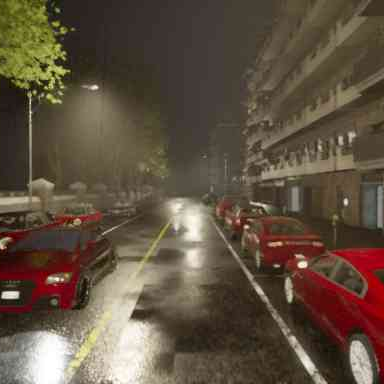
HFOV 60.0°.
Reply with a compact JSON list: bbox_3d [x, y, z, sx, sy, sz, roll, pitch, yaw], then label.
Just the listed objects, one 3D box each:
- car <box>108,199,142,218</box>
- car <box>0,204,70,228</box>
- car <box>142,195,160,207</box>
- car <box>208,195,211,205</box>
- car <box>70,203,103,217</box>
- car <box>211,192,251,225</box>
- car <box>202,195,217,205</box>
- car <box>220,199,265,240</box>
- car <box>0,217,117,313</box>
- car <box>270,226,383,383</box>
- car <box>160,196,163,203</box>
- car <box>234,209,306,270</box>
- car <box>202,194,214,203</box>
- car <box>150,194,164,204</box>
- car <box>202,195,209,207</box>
[{"bbox_3d":[-5.729,1.344,27.453,2.008,1.369,4.403,0,0,0],"label":"car"},{"bbox_3d":[-5.704,1.360,10.563,1.967,1.590,4.097,0,0,0],"label":"car"},{"bbox_3d":[-5.755,1.197,44.173,1.752,1.417,4.829,0,0,0],"label":"car"},{"bbox_3d":[2.651,1.229,27.466,1.967,1.590,4.097,0,0,0],"label":"car"},{"bbox_3d":[-5.712,1.318,16.191,1.967,1.590,4.097,0,0,0],"label":"car"},{"bbox_3d":[2.659,1.146,21.834,2.192,1.841,5.009,0,0,0],"label":"car"},{"bbox_3d":[2.617,1.193,49.987,1.947,1.339,4.313,0,0,0],"label":"car"},{"bbox_3d":[2.668,1.314,16.205,1.967,1.590,4.097,0,0,0],"label":"car"},{"bbox_3d":[-3.021,1.507,7.506,1.994,1.385,4.181,0,0,-1],"label":"car"},{"bbox_3d":[2.686,1.504,4.946,1.887,1.381,4.507,0,0,0],"label":"car"},{"bbox_3d":[-5.763,1.182,49.973,2.008,1.369,4.403,0,0,0],"label":"car"},{"bbox_3d":[2.677,1.461,10.576,1.887,1.381,4.507,0,0,0],"label":"car"},{"bbox_3d":[2.608,1.113,55.788,1.752,1.417,4.829,0,0,0],"label":"car"},{"bbox_3d":[-5.772,1.120,55.434,1.752,1.417,4.829,0,0,0],"label":"car"},{"bbox_3d":[2.625,1.106,44.355,1.967,1.590,4.097,0,0,0],"label":"car"}]
